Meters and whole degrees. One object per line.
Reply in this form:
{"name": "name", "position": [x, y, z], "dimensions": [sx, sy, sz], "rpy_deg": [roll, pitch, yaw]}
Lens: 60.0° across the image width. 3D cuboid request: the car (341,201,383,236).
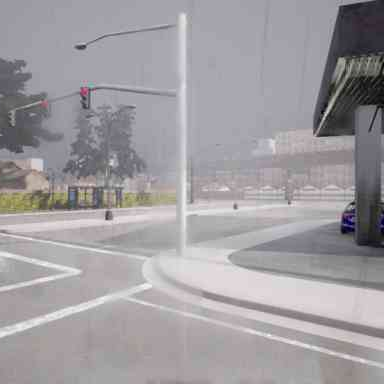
{"name": "car", "position": [9.458, 1.295, 17.721], "dimensions": [2.242, 1.667, 4.611], "rpy_deg": [0, 0, 37]}
